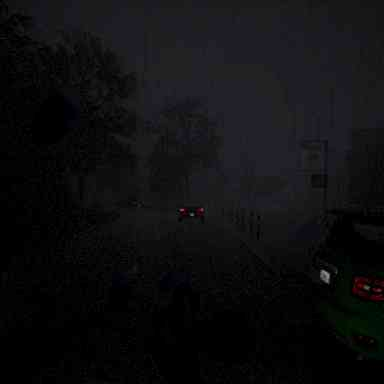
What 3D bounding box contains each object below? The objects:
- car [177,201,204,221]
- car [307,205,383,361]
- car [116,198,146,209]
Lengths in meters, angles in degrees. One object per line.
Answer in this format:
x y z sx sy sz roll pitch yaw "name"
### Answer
-0.121 1.384 25.341 1.812 1.442 4.674 0 0 -3 "car"
4.440 1.210 4.412 5.566 2.045 2.435 0 0 0 "car"
-7.480 1.328 40.230 1.895 1.301 4.718 0 0 -38 "car"
